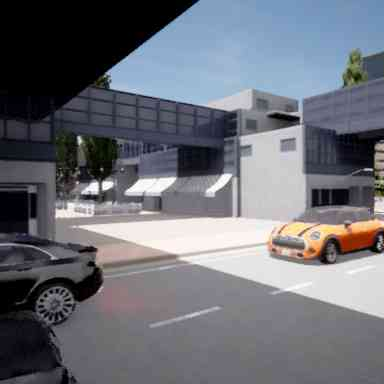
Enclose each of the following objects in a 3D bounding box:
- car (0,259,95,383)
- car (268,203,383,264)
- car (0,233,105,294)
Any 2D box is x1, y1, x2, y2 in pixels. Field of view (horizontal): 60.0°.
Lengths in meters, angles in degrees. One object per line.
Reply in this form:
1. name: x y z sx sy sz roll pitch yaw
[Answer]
1. car: -3.340 1.557 1.609 5.357 1.411 2.033 0 0 -36
2. car: 4.777 1.305 11.703 4.553 1.767 2.097 0 0 -35
3. car: -3.938 1.493 5.479 4.902 1.511 2.128 0 0 -35
